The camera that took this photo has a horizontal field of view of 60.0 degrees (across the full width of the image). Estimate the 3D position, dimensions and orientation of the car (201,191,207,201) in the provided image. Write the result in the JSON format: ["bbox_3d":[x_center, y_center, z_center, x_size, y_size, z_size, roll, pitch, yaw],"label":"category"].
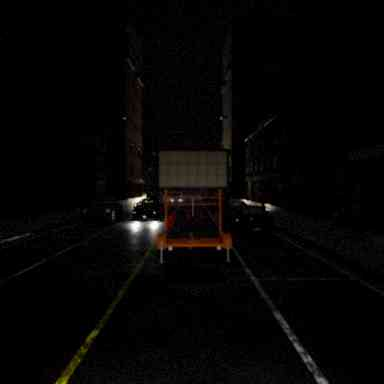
[{"bbox_3d":[2.789,0.780,54.730,1.947,1.339,4.313,-1,1,0],"label":"car"}]

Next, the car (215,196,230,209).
[{"bbox_3d":[2.767,1.225,21.701,1.887,1.381,4.507,-1,1,0],"label":"car"}]

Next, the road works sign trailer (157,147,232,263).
[{"bbox_3d":[0.032,0.295,11.286,2.380,3.560,2.880,0,1,-2],"label":"road works sign trailer"}]

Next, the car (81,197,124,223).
[{"bbox_3d":[-5.760,1.119,21.706,1.967,1.590,4.097,-1,1,0],"label":"car"}]

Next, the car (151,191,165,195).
[{"bbox_3d":[-5.738,0.653,54.733,1.967,1.590,4.097,-1,1,0],"label":"car"}]

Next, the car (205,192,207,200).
[{"bbox_3d":[2.778,0.990,38.215,1.887,1.381,4.507,-1,1,0],"label":"car"}]

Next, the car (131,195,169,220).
[{"bbox_3d":[-3.084,1.191,24.216,2.033,1.411,5.357,0,1,0],"label":"car"}]

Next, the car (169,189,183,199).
[{"bbox_3d":[-2.973,0.349,64.742,2.150,2.045,5.566,0,1,1],"label":"car"}]

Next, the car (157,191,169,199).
[{"bbox_3d":[-5.729,0.612,65.744,2.008,1.369,4.403,-1,1,0],"label":"car"}]

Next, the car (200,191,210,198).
[{"bbox_3d":[2.800,0.531,71.243,1.887,1.381,4.507,-1,1,0],"label":"car"}]

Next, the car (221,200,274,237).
[{"bbox_3d":[2.763,1.310,16.197,2.008,1.369,4.403,-1,1,0],"label":"car"}]

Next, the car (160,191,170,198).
[{"bbox_3d":[-5.725,0.530,71.249,1.887,1.381,4.507,-1,1,0],"label":"car"}]

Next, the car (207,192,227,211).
[{"bbox_3d":[2.772,0.963,32.709,1.967,1.590,4.097,-1,1,0],"label":"car"}]

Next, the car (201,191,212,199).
[{"bbox_3d":[2.796,0.607,65.738,1.887,1.381,4.507,-1,1,0],"label":"car"}]

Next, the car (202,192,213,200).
[{"bbox_3d":[2.793,0.683,60.233,1.887,1.381,4.507,-1,1,0],"label":"car"}]

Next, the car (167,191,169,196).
[{"bbox_3d":[-5.732,0.703,60.240,1.947,1.339,4.313,-1,1,0],"label":"car"}]
